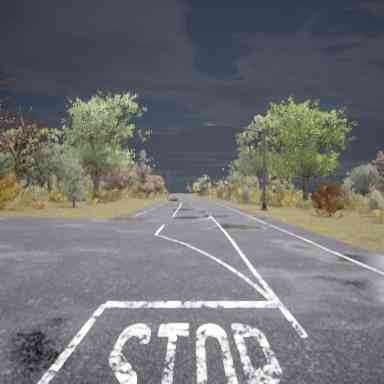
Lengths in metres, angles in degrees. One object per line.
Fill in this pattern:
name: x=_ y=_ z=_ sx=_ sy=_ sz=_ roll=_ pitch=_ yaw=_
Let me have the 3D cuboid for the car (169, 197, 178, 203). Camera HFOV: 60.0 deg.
car: x=-3.817 y=1.593 z=69.252 sx=1.895 sy=1.301 sz=4.718 roll=0 pitch=0 yaw=0
